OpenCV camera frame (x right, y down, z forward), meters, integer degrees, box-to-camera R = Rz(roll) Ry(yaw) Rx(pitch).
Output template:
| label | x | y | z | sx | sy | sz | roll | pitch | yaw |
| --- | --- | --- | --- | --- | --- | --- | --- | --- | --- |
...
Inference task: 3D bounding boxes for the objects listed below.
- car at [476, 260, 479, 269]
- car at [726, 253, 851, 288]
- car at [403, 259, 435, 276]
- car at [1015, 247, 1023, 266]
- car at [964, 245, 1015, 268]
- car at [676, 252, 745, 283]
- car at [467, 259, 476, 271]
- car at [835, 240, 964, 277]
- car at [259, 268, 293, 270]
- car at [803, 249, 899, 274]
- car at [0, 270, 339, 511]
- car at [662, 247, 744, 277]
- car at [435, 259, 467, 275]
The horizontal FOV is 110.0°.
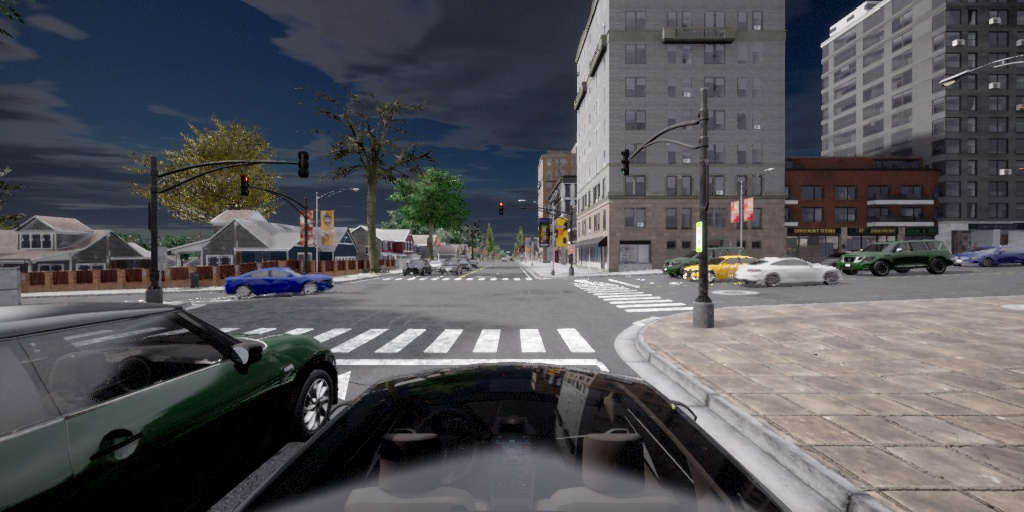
| label | x | y | z | sx | sy | sz | roll | pitch | yaw |
| --- | --- | --- | --- | --- | --- | --- | --- | --- | --- |
| car | -6.596 | 1.321 | 59.642 | 1.837 | 1.490 | 4.892 | 0 | 0 | 0 |
| car | 13.950 | 0.765 | 18.290 | 4.674 | 1.442 | 1.812 | -2 | 0 | 0 |
| car | -9.850 | 1.120 | 37.503 | 2.097 | 1.767 | 4.553 | 0 | 0 | 0 |
| car | 34.354 | -0.012 | 21.788 | 4.674 | 1.442 | 1.812 | -2 | 0 | 0 |
| car | 33.549 | 0.007 | 25.041 | 4.674 | 1.442 | 1.812 | -2 | 0 | 0 |
| car | 13.032 | 0.742 | 21.737 | 5.008 | 1.535 | 1.882 | -2 | 0 | -1 |
| car | -6.605 | 1.335 | 49.296 | 2.033 | 1.411 | 5.357 | 0 | 0 | 0 |
| car | 23.128 | 0.099 | 21.765 | 5.566 | 2.045 | 2.150 | -2 | 0 | 0 |
| car | -12.436 | 1.362 | 19.365 | 5.008 | 1.535 | 1.882 | -2 | 1 | -14 |
| car | 23.544 | 0.357 | 25.017 | 4.892 | 1.490 | 1.837 | -2 | 0 | 0 |
| car | -3.151 | 1.102 | 2.510 | 2.097 | 1.767 | 4.553 | 0 | 0 | 0 |
| car | 13.452 | 0.459 | 24.985 | 5.566 | 2.045 | 2.150 | -2 | 0 | 0 |
| car | -6.599 | 1.262 | 39.578 | 2.128 | 1.511 | 4.902 | 0 | 0 | 0 |
